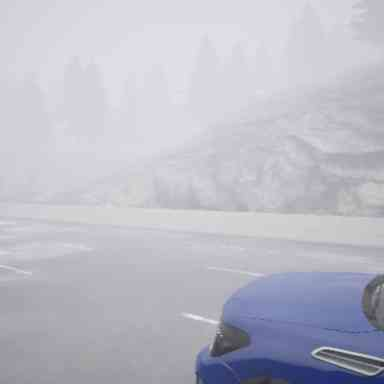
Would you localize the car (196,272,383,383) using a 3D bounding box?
[{"bbox_3d":[2.691,1.221,2.072,5.566,2.045,2.150,0,0,36],"label":"car"}]
